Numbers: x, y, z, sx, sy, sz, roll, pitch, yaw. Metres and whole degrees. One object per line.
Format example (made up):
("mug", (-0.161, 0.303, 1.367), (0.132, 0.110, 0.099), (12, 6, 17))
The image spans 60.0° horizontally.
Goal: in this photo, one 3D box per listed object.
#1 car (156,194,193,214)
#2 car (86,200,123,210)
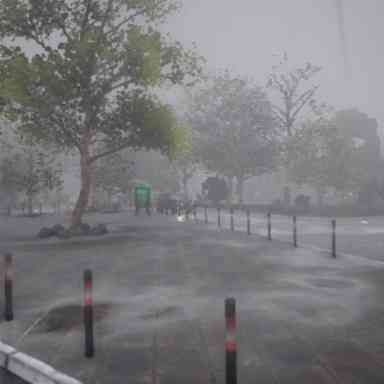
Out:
("car", (-2.015, 1.223, 36.558), (2.150, 2.045, 5.566), (0, 0, -31))
("car", (-11.526, 1.706, 43.604), (4.718, 1.301, 1.895), (-1, 0, -6))
